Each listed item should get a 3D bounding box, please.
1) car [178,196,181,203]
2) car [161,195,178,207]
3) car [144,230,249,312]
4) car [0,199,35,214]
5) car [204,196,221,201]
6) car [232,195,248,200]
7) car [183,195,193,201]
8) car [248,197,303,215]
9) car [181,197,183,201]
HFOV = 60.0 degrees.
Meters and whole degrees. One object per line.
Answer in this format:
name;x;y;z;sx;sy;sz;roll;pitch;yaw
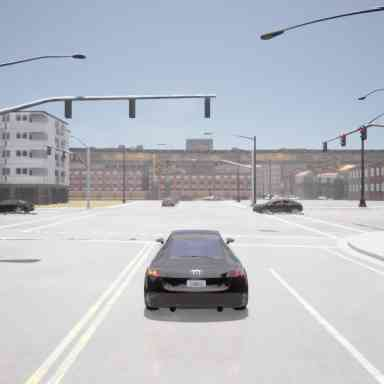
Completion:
car;-3.634;1.491;60.909;2.128;1.511;4.902;0;0;0
car;-3.637;1.526;51.769;1.812;1.442;4.674;0;0;0
car;0.077;1.564;7.792;1.994;1.385;4.181;0;0;0
car;-18.750;1.478;34.113;5.008;1.535;1.882;0;0;1
car;5.281;1.595;84.765;1.895;1.301;4.718;0;0;43
car;13.317;1.524;90.699;4.902;1.511;2.128;0;0;-24
car;-1.190;1.500;81.232;1.837;1.490;4.892;0;0;23
car;8.390;1.452;32.709;4.892;1.490;1.837;0;0;-4
car;-3.559;1.500;71.062;1.837;1.490;4.892;0;0;0
